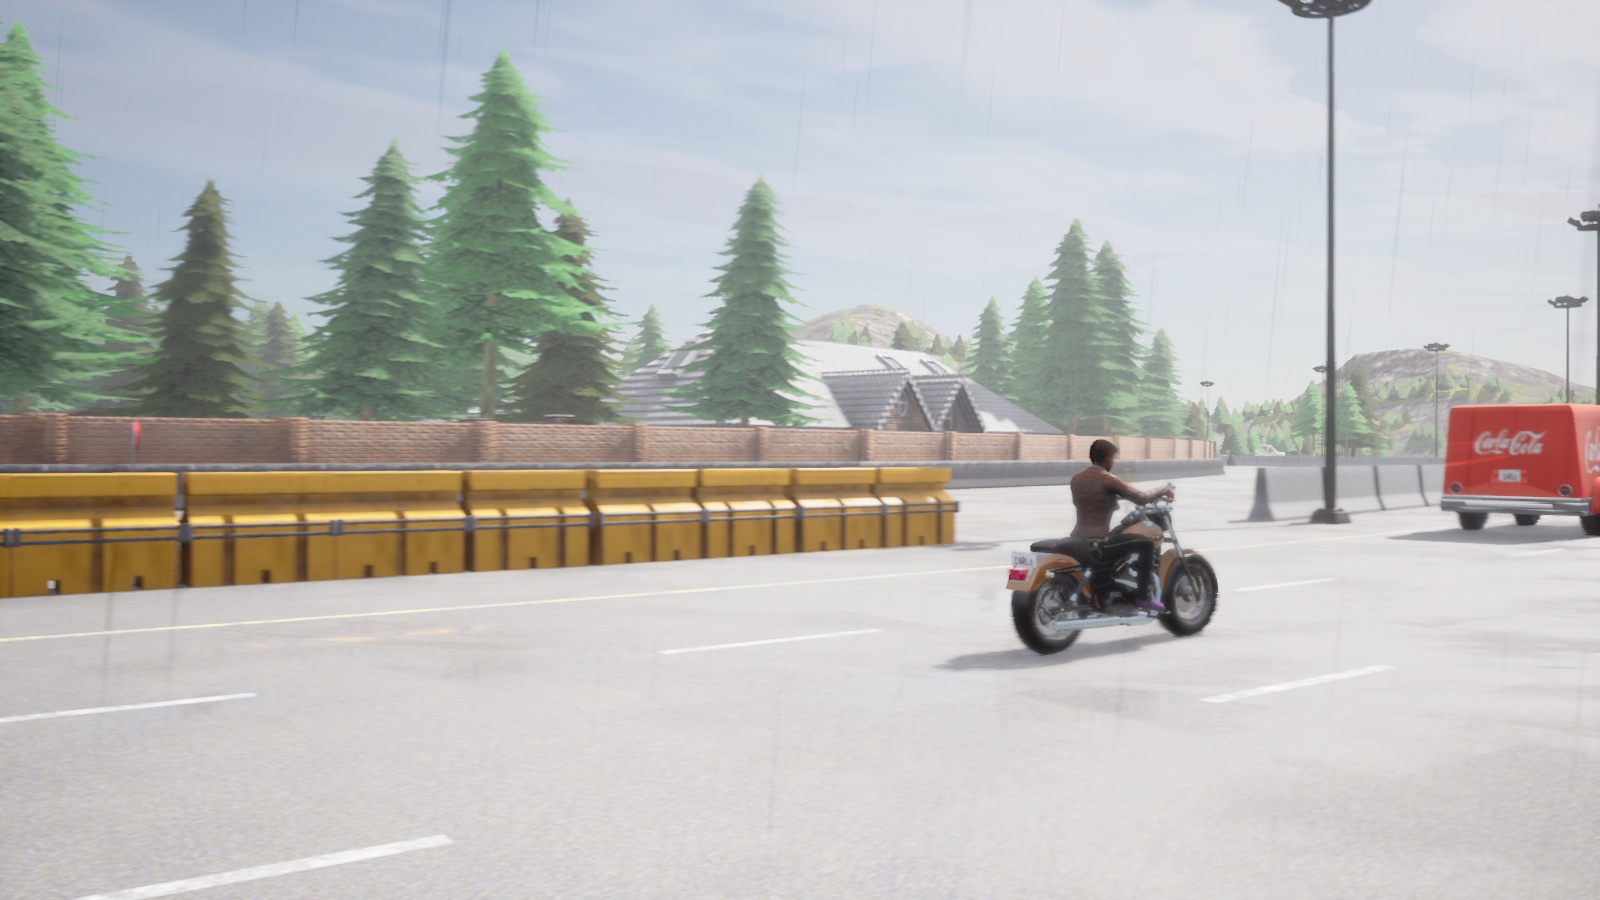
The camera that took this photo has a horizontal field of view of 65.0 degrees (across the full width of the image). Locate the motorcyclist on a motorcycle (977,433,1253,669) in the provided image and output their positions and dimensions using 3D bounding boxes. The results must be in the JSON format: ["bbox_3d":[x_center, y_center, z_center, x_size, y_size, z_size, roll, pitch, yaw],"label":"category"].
[{"bbox_3d":[2.502,0.715,9.793,2.350,1.649,0.766,0,-1,-37],"label":"motorcyclist on a motorcycle"}]

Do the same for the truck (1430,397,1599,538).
[{"bbox_3d":[14.814,0.295,24.790,5.204,2.467,2.627,0,0,-43],"label":"truck"}]
